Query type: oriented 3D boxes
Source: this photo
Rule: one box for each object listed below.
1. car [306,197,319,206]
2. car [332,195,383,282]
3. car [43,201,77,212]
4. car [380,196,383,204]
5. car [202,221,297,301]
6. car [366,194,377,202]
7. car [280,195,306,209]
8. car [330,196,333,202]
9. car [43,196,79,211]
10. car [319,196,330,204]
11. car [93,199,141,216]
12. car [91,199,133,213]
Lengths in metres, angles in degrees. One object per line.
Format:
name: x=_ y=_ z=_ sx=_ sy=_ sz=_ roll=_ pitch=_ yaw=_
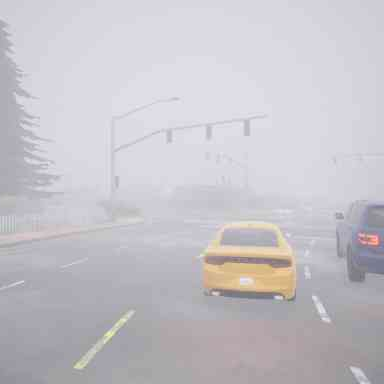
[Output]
car: x=18.696 y=1.526 z=53.690 sx=1.812 sy=1.442 sz=4.674 roll=0 pitch=0 yaw=31
car: x=5.479 y=1.221 z=9.507 sx=2.150 sy=2.045 sz=5.566 roll=0 pitch=0 yaw=19
car: x=-15.011 y=1.581 z=37.705 sx=4.674 sy=1.442 sz=1.812 roll=0 pitch=0 yaw=32
car: x=37.872 y=1.540 z=64.665 sx=2.033 sy=1.411 sz=5.357 roll=0 pitch=0 yaw=32
car: x=1.513 y=1.478 z=8.484 sx=1.882 sy=1.535 sz=5.008 roll=0 pitch=0 yaw=12
car: x=43.008 y=1.355 z=79.695 sx=2.097 sy=1.767 sz=4.553 roll=0 pitch=0 yaw=32
car: x=13.355 y=1.492 z=45.033 sx=2.128 sy=1.511 sz=4.902 roll=0 pitch=0 yaw=32
car: x=29.182 y=1.524 z=70.581 sx=1.812 sy=1.442 sz=4.674 roll=0 pitch=0 yaw=32
car: x=-16.939 y=1.407 z=43.044 sx=4.553 sy=1.767 sz=2.097 roll=0 pitch=0 yaw=32
car: x=23.931 y=1.564 z=62.103 sx=1.994 sy=1.385 sz=4.181 roll=0 pitch=0 yaw=32
car: x=-7.172 y=1.560 z=32.794 sx=4.892 sy=1.490 sz=1.837 roll=0 pitch=0 yaw=34
car: x=-9.226 y=1.560 z=38.216 sx=4.892 sy=1.490 sz=1.837 roll=0 pitch=0 yaw=32
